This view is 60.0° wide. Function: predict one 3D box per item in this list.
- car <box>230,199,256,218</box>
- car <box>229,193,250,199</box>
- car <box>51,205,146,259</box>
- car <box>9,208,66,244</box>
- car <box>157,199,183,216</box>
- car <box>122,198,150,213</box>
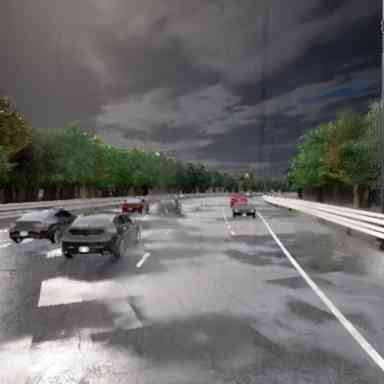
[{"bbox_3d":[4.360,1.507,28.426,1.895,1.301,4.718,0,0,6],"label":"car"},{"bbox_3d":[6.110,1.083,43.946,2.150,2.045,5.566,0,0,7],"label":"car"},{"bbox_3d":[-3.154,1.458,12.358,1.837,1.490,4.892,0,0,2],"label":"car"},{"bbox_3d":[-6.541,1.465,15.413,1.812,1.442,4.674,0,0,2],"label":"car"},{"bbox_3d":[-2.066,1.396,31.641,1.837,1.490,4.892,0,0,4],"label":"car"},{"bbox_3d":[-5.469,1.363,32.971,1.882,1.535,5.008,0,0,5],"label":"car"}]
